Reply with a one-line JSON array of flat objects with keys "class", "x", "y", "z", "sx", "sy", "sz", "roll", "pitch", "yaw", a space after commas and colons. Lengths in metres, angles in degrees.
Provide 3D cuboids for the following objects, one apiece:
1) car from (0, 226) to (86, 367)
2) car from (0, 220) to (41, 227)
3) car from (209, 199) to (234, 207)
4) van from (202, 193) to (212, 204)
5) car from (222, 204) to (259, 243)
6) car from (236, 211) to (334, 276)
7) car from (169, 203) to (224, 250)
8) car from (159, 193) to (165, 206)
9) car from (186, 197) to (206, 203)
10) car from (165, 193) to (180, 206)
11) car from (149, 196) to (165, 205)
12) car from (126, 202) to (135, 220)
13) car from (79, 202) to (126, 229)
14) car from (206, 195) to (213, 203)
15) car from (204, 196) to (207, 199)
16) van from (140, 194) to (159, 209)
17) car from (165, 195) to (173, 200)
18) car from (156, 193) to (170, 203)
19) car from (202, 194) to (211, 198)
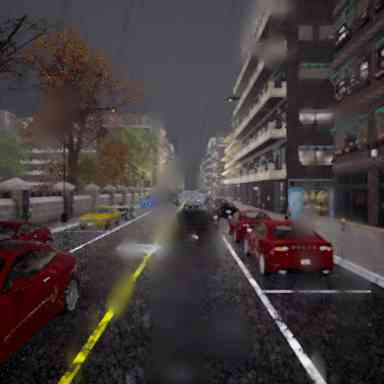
[{"class": "car", "x": -3.087, "y": 1.511, "z": 4.810, "sx": 1.812, "sy": 1.442, "sz": 4.674, "roll": 0, "pitch": 0, "yaw": 0}, {"class": "car", "x": -5.689, "y": 1.552, "z": 10.105, "sx": 1.802, "sy": 1.307, "sz": 4.206, "roll": 0, "pitch": 0, "yaw": 0}, {"class": "car", "x": 2.697, "y": 1.490, "z": 26.708, "sx": 1.947, "sy": 1.339, "sz": 4.313, "roll": 0, "pitch": 0, "yaw": 0}, {"class": "van", "x": 2.708, "y": 1.180, "z": 59.918, "sx": 1.690, "sy": 1.788, "sz": 3.998, "roll": 0, "pitch": 0, "yaw": 0}, {"class": "car", "x": 2.693, "y": 1.499, "z": 15.637, "sx": 1.887, "sy": 1.381, "sz": 4.507, "roll": 0, "pitch": 0, "yaw": 0}, {"class": "car", "x": 2.691, "y": 1.514, "z": 10.102, "sx": 1.887, "sy": 1.381, "sz": 4.507, "roll": 0, "pitch": 0, "yaw": 0}, {"class": "car", "x": 0.103, "y": 1.436, "z": 14.158, "sx": 1.882, "sy": 1.535, "sz": 5.008, "roll": 0, "pitch": 0, "yaw": 0}, {"class": "car", "x": -5.677, "y": 1.182, "z": 48.850, "sx": 2.192, "sy": 1.841, "sz": 5.009, "roll": 0, "pitch": 0, "yaw": 0}, {"class": "car", "x": 0.113, "y": 1.506, "z": 33.857, "sx": 1.895, "sy": 1.301, "sz": 4.718, "roll": 0, "pitch": 0, "yaw": 0}, {"class": "car", "x": -2.982, "y": 1.145, "z": 50.036, "sx": 2.150, "sy": 2.045, "sz": 5.566, "roll": 0, "pitch": 0, "yaw": 0}, {"class": "car", "x": -5.673, "y": 1.404, "z": 54.386, "sx": 2.008, "sy": 1.369, "sz": 4.403, "roll": 0, "pitch": 0, "yaw": 0}, {"class": "car", "x": -5.684, "y": 1.475, "z": 26.710, "sx": 2.008, "sy": 1.369, "sz": 4.403, "roll": 0, "pitch": 0, "yaw": 0}, {"class": "car", "x": -5.686, "y": 1.465, "z": 21.005, "sx": 1.752, "sy": 1.417, "sz": 4.829, "roll": 0, "pitch": 0, "yaw": 0}, {"class": "car", "x": 2.698, "y": 1.350, "z": 32.242, "sx": 1.967, "sy": 1.590, "sz": 4.097, "roll": 0, "pitch": 0, "yaw": 0}, {"class": "car", "x": 2.701, "y": 1.461, "z": 37.778, "sx": 1.947, "sy": 1.339, "sz": 4.313, "roll": 0, "pitch": 0, "yaw": 0}, {"class": "van", "x": -5.679, "y": 1.222, "z": 43.314, "sx": 1.690, "sy": 1.788, "sz": 3.998, "roll": 0, "pitch": 0, "yaw": 0}, {"class": "car", "x": -5.663, "y": 1.370, "z": 82.062, "sx": 1.802, "sy": 1.307, "sz": 4.206, "roll": 0, "pitch": 0, "yaw": 0}, {"class": "car", "x": -5.671, "y": 1.141, "z": 65.456, "sx": 2.192, "sy": 1.841, "sz": 5.009, "roll": 0, "pitch": 0, "yaw": 0}, {"class": "car", "x": 2.707, "y": 1.419, "z": 54.383, "sx": 1.947, "sy": 1.339, "sz": 4.313, "roll": 0, "pitch": 0, "yaw": 0}]
